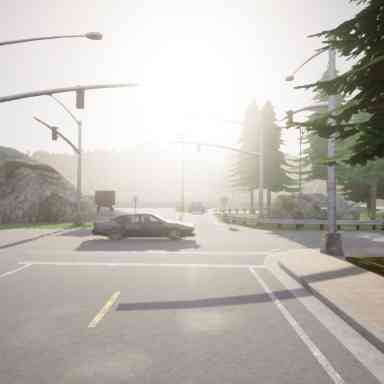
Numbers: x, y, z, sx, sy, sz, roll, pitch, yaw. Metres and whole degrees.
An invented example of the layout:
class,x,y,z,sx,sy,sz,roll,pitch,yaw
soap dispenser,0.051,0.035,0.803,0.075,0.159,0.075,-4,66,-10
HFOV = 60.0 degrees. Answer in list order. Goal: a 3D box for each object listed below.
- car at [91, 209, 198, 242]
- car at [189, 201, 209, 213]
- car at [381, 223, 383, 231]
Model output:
class,x,y,z,sx,sy,sz,roll,pitch,yaw
car,-2.494,1.802,17.603,5.357,1.411,2.033,0,-1,1
car,1.017,2.043,46.857,2.097,1.767,4.553,0,-1,12
car,15.025,2.060,21.076,5.357,1.411,2.033,0,-1,-2
